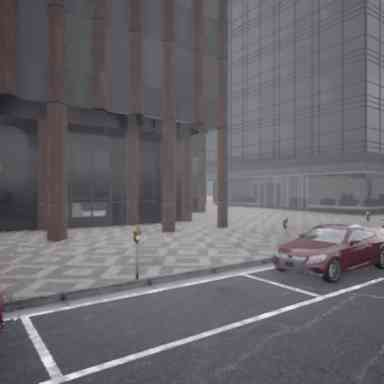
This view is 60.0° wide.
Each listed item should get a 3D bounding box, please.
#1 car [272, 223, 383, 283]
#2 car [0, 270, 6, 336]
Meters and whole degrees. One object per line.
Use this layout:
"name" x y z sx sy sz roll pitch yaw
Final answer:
"car" 4.171 1.588 9.623 4.206 1.307 1.802 0 0 -35
"car" -4.683 1.314 3.310 5.009 1.841 2.192 0 0 -35
